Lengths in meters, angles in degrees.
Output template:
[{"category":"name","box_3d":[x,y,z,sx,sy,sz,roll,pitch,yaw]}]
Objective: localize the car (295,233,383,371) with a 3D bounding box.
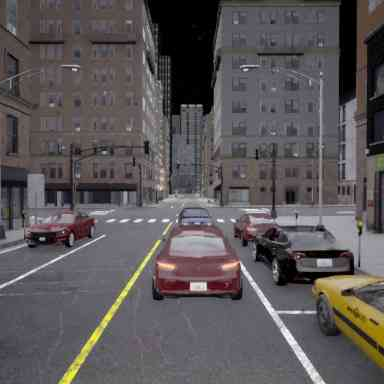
[{"category":"car","box_3d":[2.866,1.524,3.848,1.752,1.417,4.829,-1,0,0]}]

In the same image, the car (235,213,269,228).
[{"category":"car","box_3d":[2.869,1.577,14.850,1.802,1.307,4.206,-1,0,0]}]

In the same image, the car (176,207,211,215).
[{"category":"car","box_3d":[0.136,1.542,18.253,2.033,1.411,5.357,0,0,-3]}]

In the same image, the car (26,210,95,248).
[{"category":"car","box_3d":[-5.676,1.540,14.849,1.887,1.381,4.507,-1,0,0]}]

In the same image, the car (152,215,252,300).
[{"category":"car","box_3d":[0.100,1.523,8.233,1.812,1.442,4.674,0,0,0]}]

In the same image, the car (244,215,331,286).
[{"category":"car","box_3d":[2.868,1.563,9.264,1.947,1.339,4.313,-1,0,0]}]
